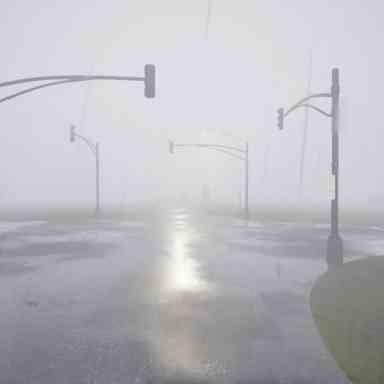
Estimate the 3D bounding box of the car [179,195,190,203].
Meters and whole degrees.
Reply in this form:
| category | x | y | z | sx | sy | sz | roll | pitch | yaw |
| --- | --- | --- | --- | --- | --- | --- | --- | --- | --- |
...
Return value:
| category | x | y | z | sx | sy | sz | roll | pitch | yaw |
| --- | --- | --- | --- | --- | --- | --- | --- | --- | --- |
| car | -1.645 | 1.384 | 69.865 | 2.097 | 1.767 | 4.553 | 0 | 0 | -3 |

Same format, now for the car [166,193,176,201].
| category | x | y | z | sx | sy | sz | roll | pitch | yaw |
| --- | --- | --- | --- | --- | --- | --- | --- | --- | --- |
| car | -4.633 | 1.013 | 73.958 | 2.097 | 1.767 | 4.553 | 0 | 0 | -3 |

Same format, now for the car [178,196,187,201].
| category | x | y | z | sx | sy | sz | roll | pitch | yaw |
| --- | --- | --- | --- | --- | --- | --- | --- | --- | --- |
| car | -2.251 | 1.559 | 79.939 | 1.895 | 1.301 | 4.718 | 0 | 0 | -4 |
